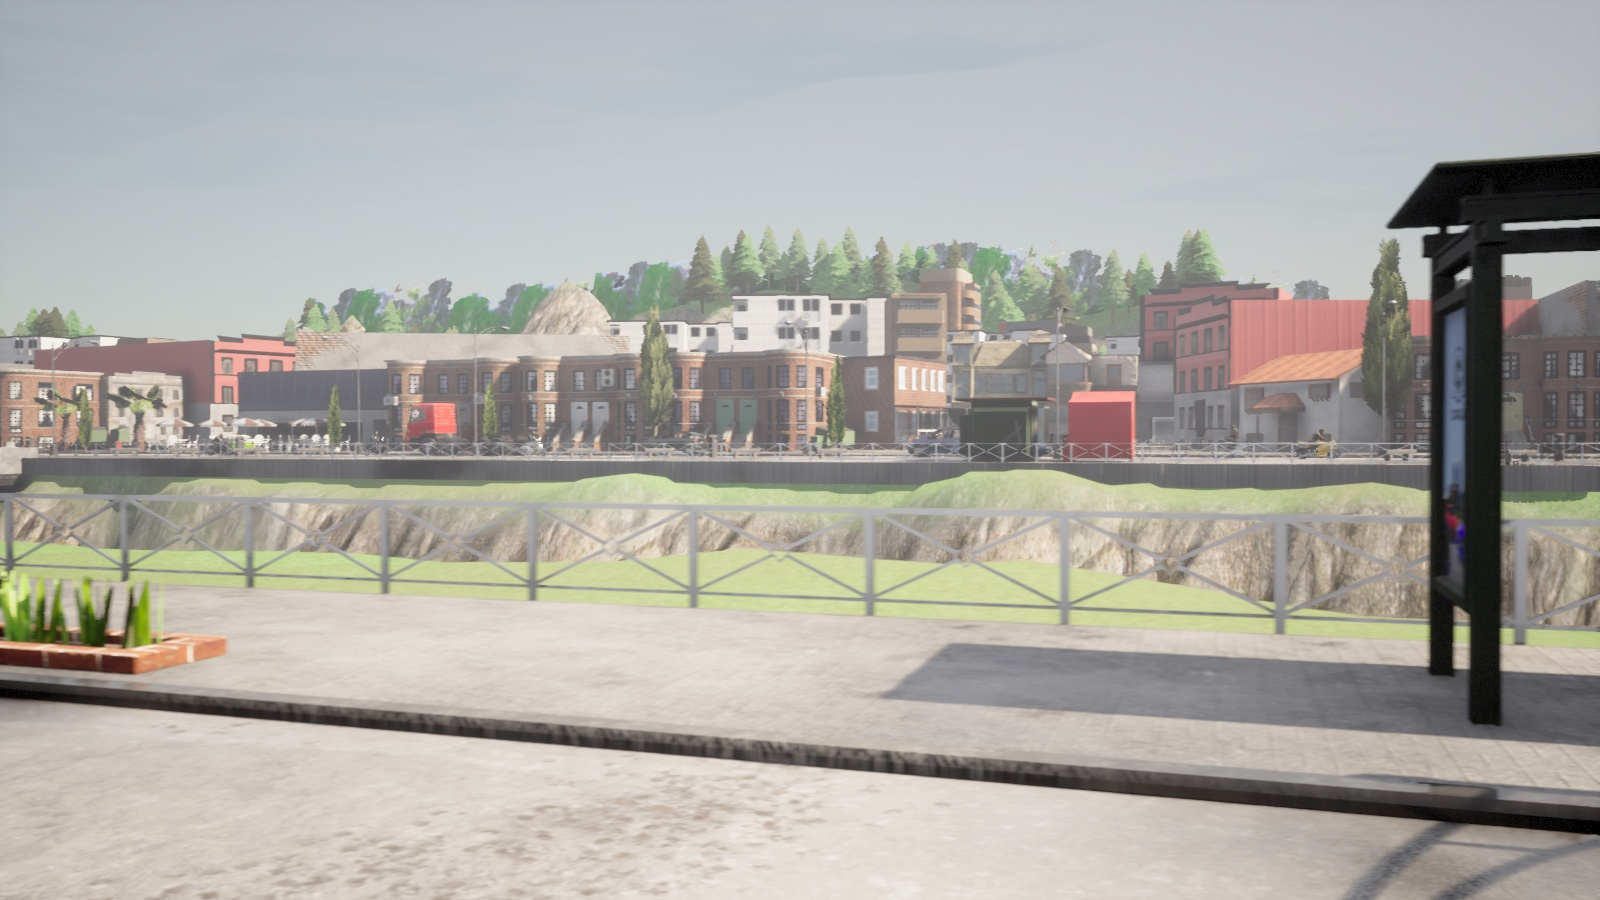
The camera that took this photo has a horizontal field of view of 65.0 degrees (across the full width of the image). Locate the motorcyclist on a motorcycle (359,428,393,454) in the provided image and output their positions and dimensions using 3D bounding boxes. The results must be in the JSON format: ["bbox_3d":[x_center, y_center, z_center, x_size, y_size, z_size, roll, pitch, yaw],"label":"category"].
[{"bbox_3d":[-26.184,-0.561,77.614,1.817,1.590,0.866,1,1,19],"label":"motorcyclist on a motorcycle"}]

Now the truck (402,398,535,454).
[{"bbox_3d":[-21.138,-1.518,80.122,7.936,3.462,2.891,1,1,19],"label":"truck"}]

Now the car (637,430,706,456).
[{"bbox_3d":[-7.724,-0.435,75.628,3.705,1.549,1.789,1,1,19],"label":"car"}]

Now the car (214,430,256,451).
[{"bbox_3d":[-38.715,-0.642,86.045,2.207,1.376,1.481,1,1,19],"label":"car"}]

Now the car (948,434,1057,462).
[{"bbox_3d":[10.532,-0.132,65.274,5.357,1.411,2.033,1,1,19],"label":"car"}]

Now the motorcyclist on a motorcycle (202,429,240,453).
[{"bbox_3d":[-37.555,-0.584,81.437,2.191,1.530,0.866,1,1,19],"label":"motorcyclist on a motorcycle"}]

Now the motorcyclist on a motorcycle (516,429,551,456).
[{"bbox_3d":[-15.713,-0.466,74.094,1.817,1.590,0.866,1,1,19],"label":"motorcyclist on a motorcycle"}]

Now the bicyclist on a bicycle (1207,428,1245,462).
[{"bbox_3d":[22.254,-0.269,65.550,1.843,1.776,0.659,1,1,19],"label":"bicyclist on a bicycle"}]

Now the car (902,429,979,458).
[{"bbox_3d":[7.867,-0.373,70.386,3.988,1.617,1.851,1,1,19],"label":"car"}]

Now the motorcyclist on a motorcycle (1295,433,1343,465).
[{"bbox_3d":[24.965,-0.065,60.423,2.044,1.523,0.797,1,1,19],"label":"motorcyclist on a motorcycle"}]
